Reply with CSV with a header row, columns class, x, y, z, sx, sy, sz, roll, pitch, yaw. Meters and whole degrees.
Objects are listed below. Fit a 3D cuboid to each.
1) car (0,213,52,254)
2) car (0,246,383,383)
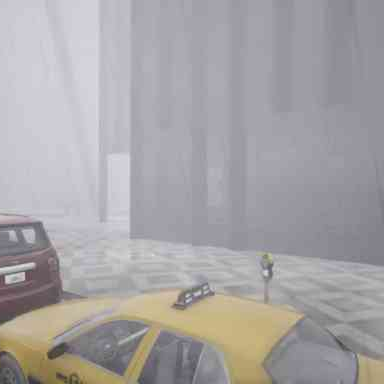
class,x,y,z,sx,sy,sz,roll,pitch,yaw
car,-4.466,1.314,6.155,5.009,1.841,2.192,0,0,36
car,-0.191,1.525,3.099,4.829,1.417,1.752,0,0,36
